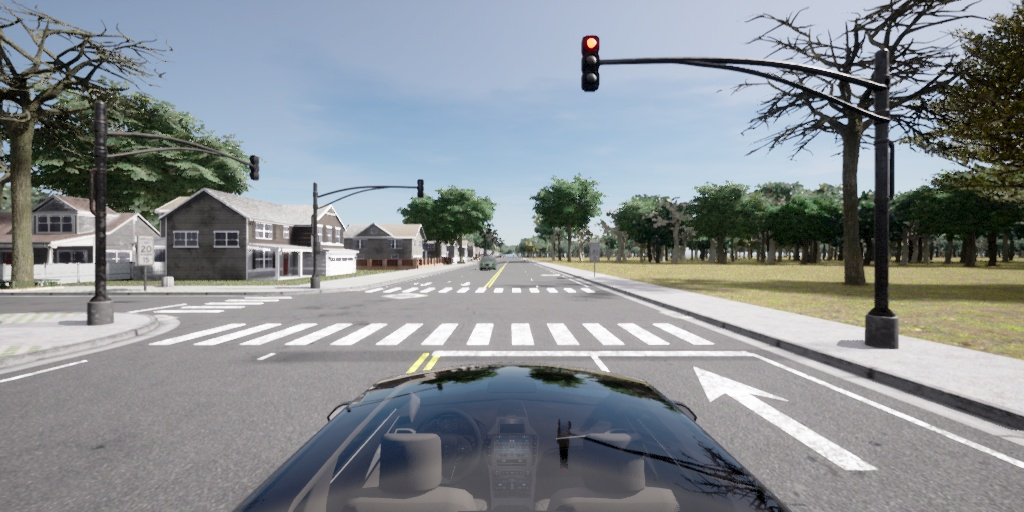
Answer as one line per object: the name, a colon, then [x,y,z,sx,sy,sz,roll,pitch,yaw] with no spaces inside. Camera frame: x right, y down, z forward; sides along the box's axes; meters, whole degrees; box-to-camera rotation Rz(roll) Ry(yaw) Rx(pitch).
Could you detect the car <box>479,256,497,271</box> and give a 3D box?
car: [-3.175,1.048,48.304,2.150,2.045,5.566,0,1,0]
